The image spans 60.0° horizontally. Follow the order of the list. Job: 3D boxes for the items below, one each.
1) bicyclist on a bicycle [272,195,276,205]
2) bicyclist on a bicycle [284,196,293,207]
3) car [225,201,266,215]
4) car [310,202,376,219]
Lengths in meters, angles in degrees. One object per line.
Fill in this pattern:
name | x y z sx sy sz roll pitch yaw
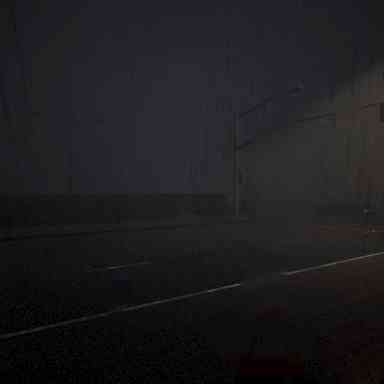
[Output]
bicyclist on a bicycle | 13.420 1.300 54.421 0.582 1.620 1.656 0 0 21
bicyclist on a bicycle | 14.422 1.453 49.513 1.656 1.620 0.582 0 0 -23
car | 5.342 1.601 34.607 1.895 1.301 4.718 0 0 -35
car | 13.272 1.547 29.548 2.033 1.411 5.357 0 0 -37
